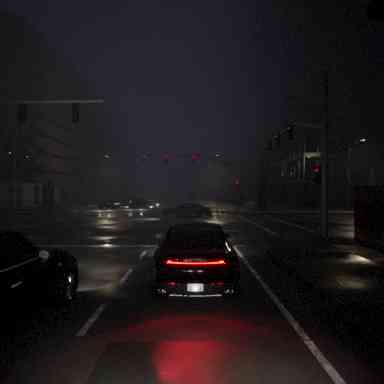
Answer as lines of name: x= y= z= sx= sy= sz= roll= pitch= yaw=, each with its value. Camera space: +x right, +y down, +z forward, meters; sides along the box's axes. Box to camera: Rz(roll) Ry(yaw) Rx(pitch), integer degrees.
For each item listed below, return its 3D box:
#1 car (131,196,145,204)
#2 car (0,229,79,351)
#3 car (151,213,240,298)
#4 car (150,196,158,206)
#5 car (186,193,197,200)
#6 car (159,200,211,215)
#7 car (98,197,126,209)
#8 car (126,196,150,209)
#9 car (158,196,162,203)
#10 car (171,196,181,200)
car: x=-10.723 y=1.526 z=66.409 sx=1.812 sy=1.442 sz=4.674 roll=0 pitch=0 yaw=1
car: x=-3.445 y=1.352 z=5.196 sx=2.097 sy=1.767 sz=4.553 roll=0 pitch=0 yaw=0
car: x=0.082 y=1.505 z=8.518 sx=1.837 sy=1.490 sz=4.892 roll=0 pitch=0 yaw=0
car: x=-7.390 y=1.478 z=56.536 sx=1.882 sy=1.535 sz=5.008 roll=0 pitch=0 yaw=1
car: x=-0.091 y=1.224 z=73.379 sx=2.150 sy=2.045 sz=5.566 roll=0 pitch=0 yaw=1
car: x=-0.433 y=1.590 z=27.776 sx=4.181 sy=1.385 sz=1.994 roll=0 pitch=0 yaw=0
car: x=-10.925 y=1.547 z=44.579 sx=2.033 sy=1.411 sz=5.357 roll=0 pitch=0 yaw=3
car: x=-7.456 y=1.505 z=46.467 sx=1.837 sy=1.490 sz=4.892 roll=0 pitch=0 yaw=0
car: x=-7.215 y=1.491 z=66.963 sx=2.128 sy=1.511 sz=4.902 roll=0 pitch=0 yaw=1
car: x=-3.603 y=1.553 z=74.745 sx=1.994 sy=1.385 sz=4.181 roll=0 pitch=0 yaw=1
